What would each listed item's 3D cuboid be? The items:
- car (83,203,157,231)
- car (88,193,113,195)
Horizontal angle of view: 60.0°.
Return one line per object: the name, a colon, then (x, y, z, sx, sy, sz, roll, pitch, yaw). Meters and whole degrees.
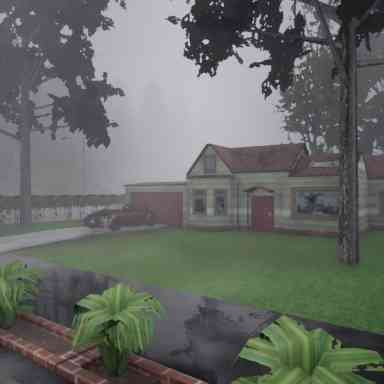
car: (-3.849, 1.300, 18.360, 1.994, 1.381, 4.181, 0, 0, 35)
car: (-12.052, 1.218, 41.133, 2.150, 2.045, 5.566, 0, 0, 36)
